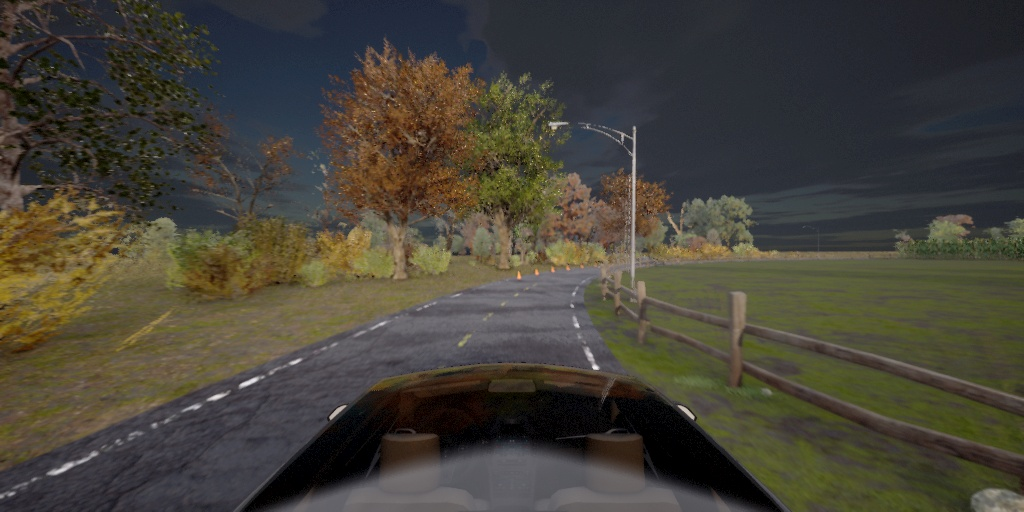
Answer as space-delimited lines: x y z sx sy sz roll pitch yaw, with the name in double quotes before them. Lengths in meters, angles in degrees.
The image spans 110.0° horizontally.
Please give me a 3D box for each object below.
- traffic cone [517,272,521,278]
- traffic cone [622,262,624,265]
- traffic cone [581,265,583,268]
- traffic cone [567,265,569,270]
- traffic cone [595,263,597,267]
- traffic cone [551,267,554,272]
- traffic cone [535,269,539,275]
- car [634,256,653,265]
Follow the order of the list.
"traffic cone" 0.560 1.492 28.732 0.340 0.580 0.340 0 0 18
"traffic cone" 18.440 1.161 59.699 0.340 0.580 0.340 0 0 42
"traffic cone" 9.233 1.316 47.339 0.340 0.580 0.340 0 0 32
"traffic cone" 6.662 1.360 42.885 0.340 0.580 0.340 0 0 28
"traffic cone" 12.060 1.268 51.635 0.340 0.580 0.340 0 0 35
"traffic cone" 4.354 1.401 38.289 0.340 0.580 0.340 0 0 25
"traffic cone" 2.318 1.445 33.566 0.340 0.580 0.340 0 0 22
"car" 22.122 0.767 60.453 1.994 1.385 4.181 1 2 44
